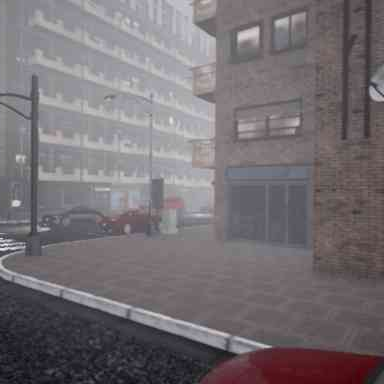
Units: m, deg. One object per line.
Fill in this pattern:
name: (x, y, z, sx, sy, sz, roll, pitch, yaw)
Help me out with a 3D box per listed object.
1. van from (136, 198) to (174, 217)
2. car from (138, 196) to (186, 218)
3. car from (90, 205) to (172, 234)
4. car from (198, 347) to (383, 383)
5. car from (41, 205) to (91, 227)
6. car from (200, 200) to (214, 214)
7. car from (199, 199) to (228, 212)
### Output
van: (-3.728, 1.504, 34.291, 1.690, 1.788, 3.998, 0, -1, 36)
car: (-2.850, 1.395, 31.083, 2.150, 2.045, 5.566, 1, 0, 36)
car: (-3.542, 1.691, 20.173, 1.887, 1.381, 4.507, 0, -1, 36)
car: (1.850, 1.585, 1.680, 4.206, 1.307, 1.802, 0, 1, 35)
car: (-8.327, 1.637, 23.446, 1.994, 1.385, 4.181, 1, 0, 36)
car: (2.688, 1.841, 38.798, 1.994, 1.385, 4.181, 1, 0, 37)
car: (2.860, 1.727, 43.555, 1.967, 1.590, 4.097, 0, -1, 36)
